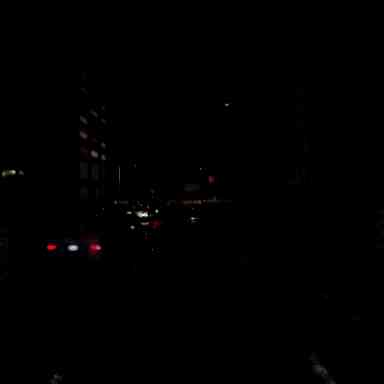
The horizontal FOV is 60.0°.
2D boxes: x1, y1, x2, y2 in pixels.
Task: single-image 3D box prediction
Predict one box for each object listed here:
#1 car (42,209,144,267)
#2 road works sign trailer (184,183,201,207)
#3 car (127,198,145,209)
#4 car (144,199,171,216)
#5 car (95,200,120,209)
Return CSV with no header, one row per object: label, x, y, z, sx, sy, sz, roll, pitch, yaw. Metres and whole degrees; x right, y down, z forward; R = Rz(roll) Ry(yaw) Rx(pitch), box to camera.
car,-3.144,1.529,11.310,2.033,1.411,5.357,0,0,0
road works sign trailer,0.024,0.404,51.178,2.380,3.560,2.880,0,0,0
car,-6.570,1.456,40.088,1.837,1.490,4.892,0,0,0
car,-3.134,1.461,32.133,1.837,1.490,4.892,0,0,0
car,-9.825,1.551,38.982,1.895,1.301,4.718,0,0,0
